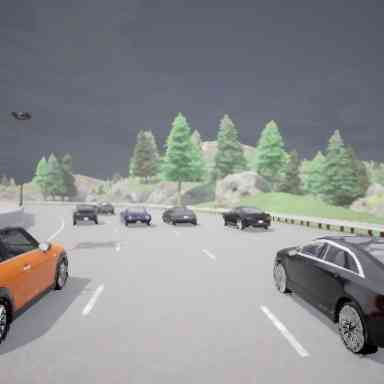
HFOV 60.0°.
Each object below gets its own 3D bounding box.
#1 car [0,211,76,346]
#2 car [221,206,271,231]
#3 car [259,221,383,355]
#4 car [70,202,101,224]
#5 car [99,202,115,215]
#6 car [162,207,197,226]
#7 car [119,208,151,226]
[{"bbox_3d":[-3.978,1.426,6.388,2.097,1.767,4.553,0,-1,-5],"label":"car"},{"bbox_3d":[3.587,1.726,22.971,1.882,1.535,5.008,0,-1,-15],"label":"car"},{"bbox_3d":[3.046,1.558,6.215,2.128,1.511,4.902,0,-1,-5],"label":"car"},{"bbox_3d":[-8.940,1.814,27.624,1.837,1.490,4.892,0,-1,-21],"label":"car"},{"bbox_3d":[-10.524,1.929,39.196,2.128,1.511,4.902,0,-1,-28],"label":"car"},{"bbox_3d":[-1.071,1.853,26.329,1.994,1.385,4.181,0,-1,-18],"label":"car"},{"bbox_3d":[-4.522,1.887,25.833,1.895,1.301,4.718,0,-1,-19],"label":"car"}]
